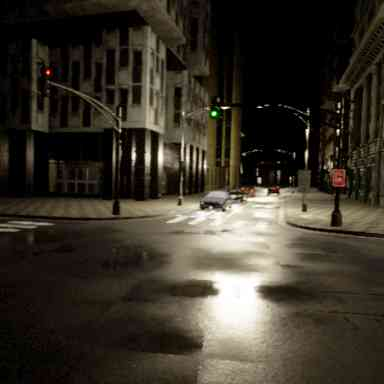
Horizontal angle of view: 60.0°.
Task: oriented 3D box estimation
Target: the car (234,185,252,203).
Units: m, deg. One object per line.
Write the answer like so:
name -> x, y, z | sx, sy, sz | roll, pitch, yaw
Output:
car -> 4.719, 0.276, 35.288 | 2.128, 1.511, 4.902 | 2, 2, 16

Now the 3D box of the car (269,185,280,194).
car -> 15.840, -0.477, 63.484 | 1.812, 1.442, 4.674 | 2, 2, 16

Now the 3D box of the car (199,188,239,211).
car -> 2.043, 0.622, 25.747 | 2.033, 1.411, 5.357 | 2, 2, 16

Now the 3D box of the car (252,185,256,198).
car -> 7.509, -0.168, 45.187 | 2.097, 1.767, 4.553 | 2, 2, 16

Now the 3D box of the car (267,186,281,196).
car -> 13.180, -0.184, 53.646 | 1.837, 1.490, 4.892 | 2, 3, 16
